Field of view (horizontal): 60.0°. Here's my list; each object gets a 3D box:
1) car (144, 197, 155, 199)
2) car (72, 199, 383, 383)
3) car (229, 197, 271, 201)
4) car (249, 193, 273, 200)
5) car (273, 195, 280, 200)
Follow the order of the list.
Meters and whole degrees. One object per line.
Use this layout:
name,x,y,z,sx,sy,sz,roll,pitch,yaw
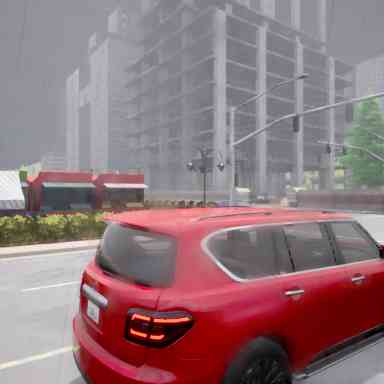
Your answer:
car,-5.222,1.422,41.147,1.882,1.535,5.008,0,0,-36
car,1.259,1.221,4.687,5.566,2.045,2.150,0,0,-35
car,3.997,1.422,28.444,1.882,1.535,5.008,0,0,-36
car,11.661,1.114,58.199,1.905,1.878,3.866,0,0,-36
car,14.052,1.114,59.913,1.905,1.878,3.866,0,0,-36
